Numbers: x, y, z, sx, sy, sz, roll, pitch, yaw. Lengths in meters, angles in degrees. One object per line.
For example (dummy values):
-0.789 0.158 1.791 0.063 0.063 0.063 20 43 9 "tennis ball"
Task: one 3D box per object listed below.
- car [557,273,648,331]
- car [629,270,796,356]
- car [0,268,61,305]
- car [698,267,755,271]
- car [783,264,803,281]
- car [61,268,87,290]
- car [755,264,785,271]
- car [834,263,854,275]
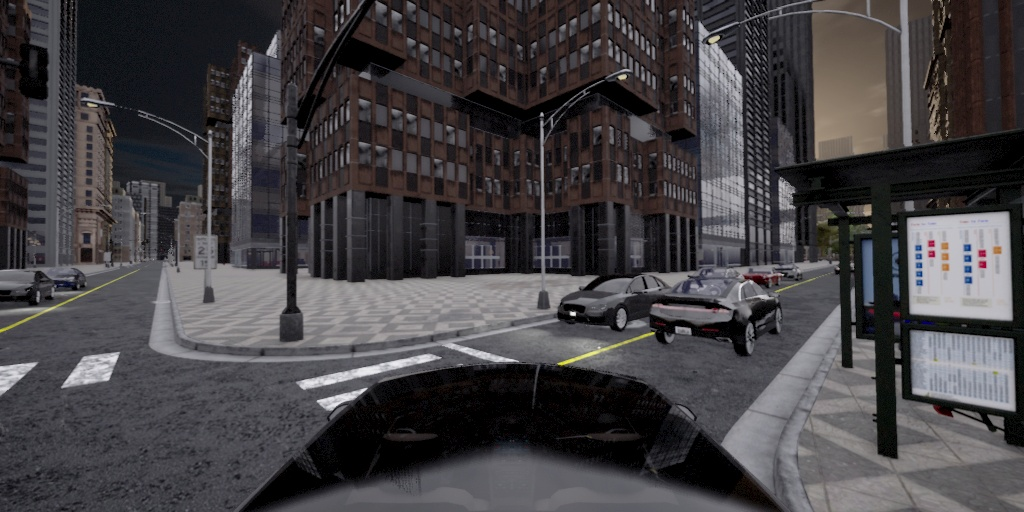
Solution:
3.453 1.330 11.426 4.892 1.490 1.837 0 -1 -42 "car"
5.103 1.261 8.746 4.902 1.511 2.128 0 -1 -44 "car"
-22.396 1.390 16.109 1.837 1.490 4.892 1 -1 -44 "car"
10.185 1.327 18.012 4.902 1.511 2.128 0 -1 -44 "car"
24.106 1.417 31.492 4.181 1.385 1.994 0 -1 -44 "car"
-29.672 1.484 23.613 2.033 1.411 5.357 1 -1 -44 "car"
16.882 1.445 24.514 4.718 1.301 1.895 0 -1 -44 "car"
37.379 1.412 40.001 4.718 1.301 1.895 0 -1 -44 "car"
